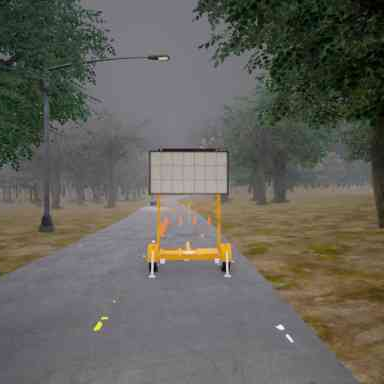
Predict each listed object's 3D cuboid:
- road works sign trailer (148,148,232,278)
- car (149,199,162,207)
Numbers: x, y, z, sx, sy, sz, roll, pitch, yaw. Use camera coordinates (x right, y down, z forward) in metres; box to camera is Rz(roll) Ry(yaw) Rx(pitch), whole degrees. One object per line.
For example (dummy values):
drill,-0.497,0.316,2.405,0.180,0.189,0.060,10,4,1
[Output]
road works sign trailer,-0.097,0.476,10.220,2.380,3.560,2.880,0,0,-2
car,-5.892,1.768,54.007,1.895,1.301,4.718,0,0,-5
